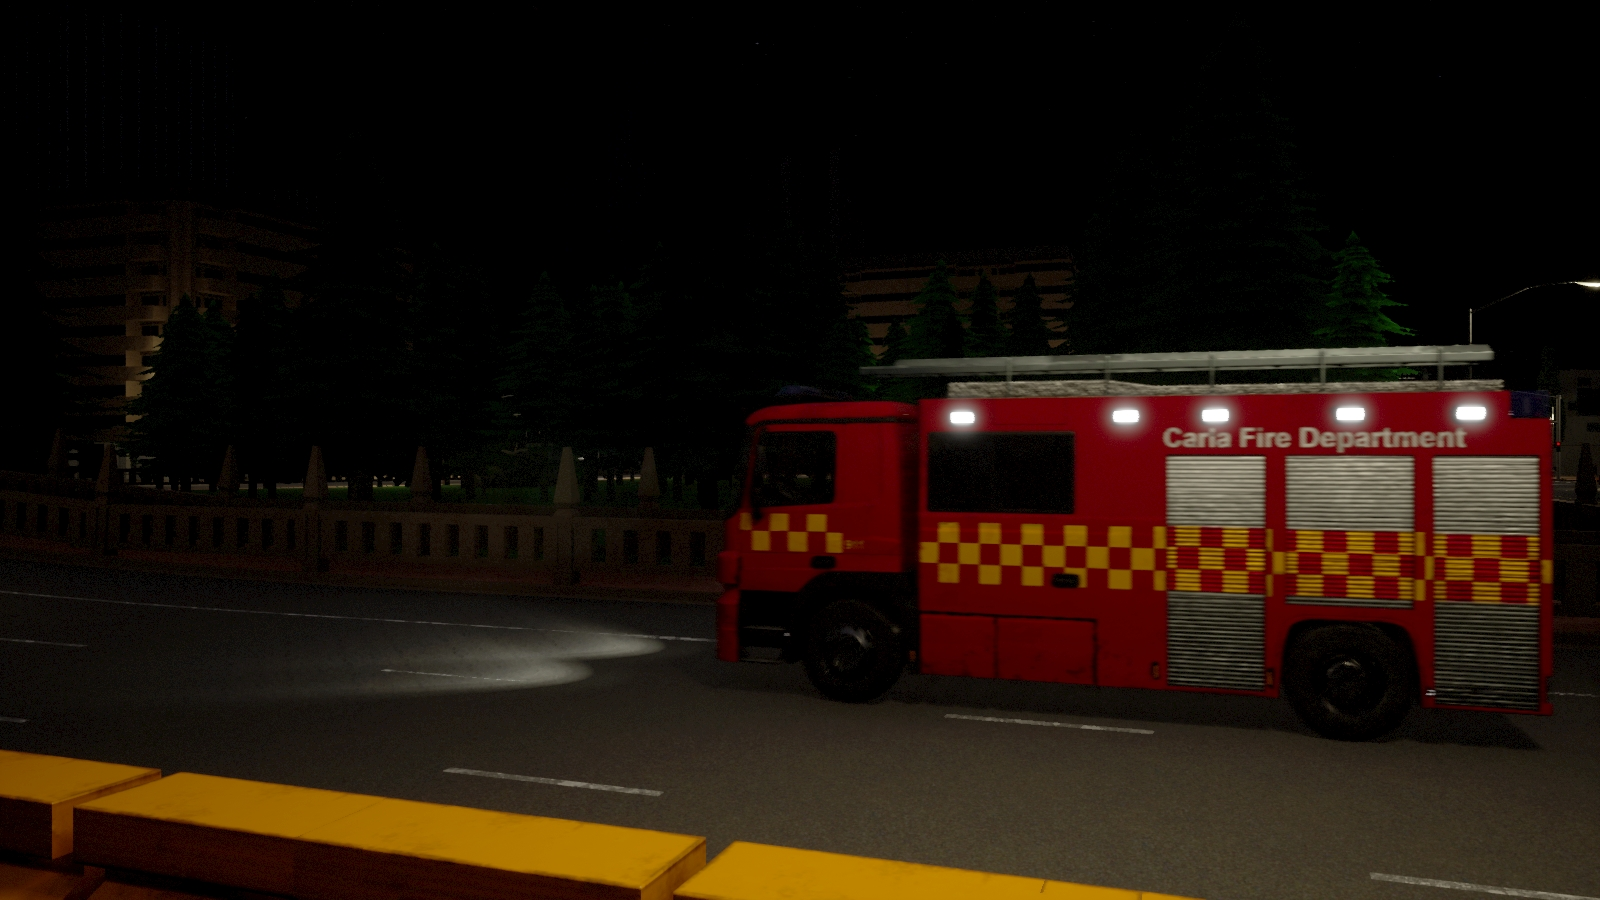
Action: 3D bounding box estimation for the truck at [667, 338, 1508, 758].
[{"bbox_3d":[2.936,0.891,13.174,8.468,3.827,2.891,0,0,19],"label":"truck"}]
